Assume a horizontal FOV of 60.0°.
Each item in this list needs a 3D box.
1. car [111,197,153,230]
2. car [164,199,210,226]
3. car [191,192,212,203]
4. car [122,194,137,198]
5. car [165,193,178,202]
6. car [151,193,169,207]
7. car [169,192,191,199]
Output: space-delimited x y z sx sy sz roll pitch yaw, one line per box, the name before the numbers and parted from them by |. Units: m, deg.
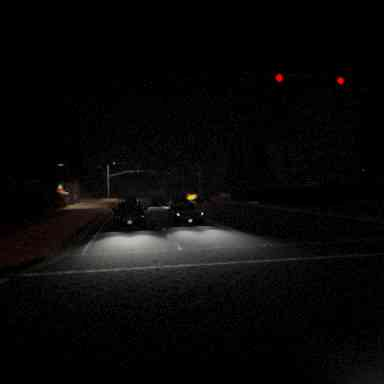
car | -3.764 1.333 20.193 2.128 1.511 4.902 -1 1 -10
car | -0.482 1.368 21.704 1.895 1.301 4.718 -1 1 -10
car | 1.630 1.013 49.975 1.895 1.301 4.718 -1 1 -10
car | -7.786 1.015 42.335 2.097 1.767 4.553 -1 1 -10
car | -3.704 0.905 59.405 1.837 1.490 4.892 -1 1 -10
car | -4.412 1.118 43.357 1.812 1.442 4.674 -1 1 -10
car | -1.884 0.828 49.734 2.097 1.767 4.553 -1 1 -10
